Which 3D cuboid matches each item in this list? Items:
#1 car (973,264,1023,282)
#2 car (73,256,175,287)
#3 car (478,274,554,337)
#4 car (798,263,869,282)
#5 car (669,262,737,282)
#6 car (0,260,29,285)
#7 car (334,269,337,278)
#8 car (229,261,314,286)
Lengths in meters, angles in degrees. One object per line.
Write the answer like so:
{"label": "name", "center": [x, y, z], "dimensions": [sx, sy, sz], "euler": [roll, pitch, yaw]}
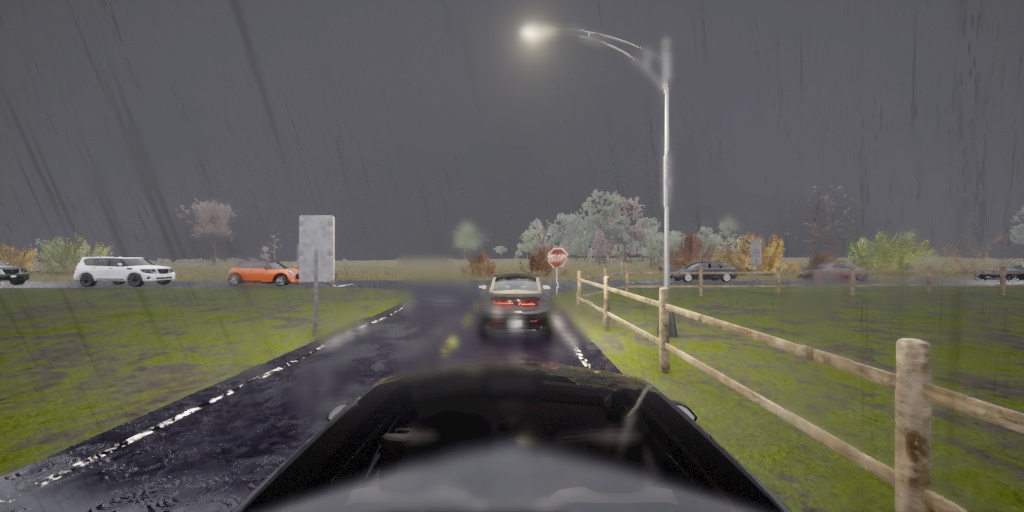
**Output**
{"label": "car", "center": [38.458, 1.272, 27.306], "dimensions": [4.718, 1.301, 1.895], "euler": [0, 0, 1]}
{"label": "car", "center": [-26.843, 1.042, 24.924], "dimensions": [5.566, 2.045, 2.150], "euler": [0, 0, 1]}
{"label": "car", "center": [0.105, 1.254, 10.304], "dimensions": [1.837, 1.490, 4.892], "euler": [0, 0, 0]}
{"label": "car", "center": [24.532, 1.252, 27.440], "dimensions": [4.181, 1.385, 1.994], "euler": [0, 0, 1]}
{"label": "car", "center": [14.566, 1.214, 27.527], "dimensions": [4.892, 1.490, 1.837], "euler": [0, 0, 0]}
{"label": "car", "center": [-37.527, 1.074, 25.034], "dimensions": [5.566, 2.045, 2.150], "euler": [0, 0, 1]}
{"label": "car", "center": [-16.059, 1.314, 27.782], "dimensions": [4.674, 1.442, 1.812], "euler": [0, 0, 0]}
{"label": "car", "center": [-16.756, 1.143, 24.836], "dimensions": [4.553, 1.767, 2.097], "euler": [0, 0, 1]}
